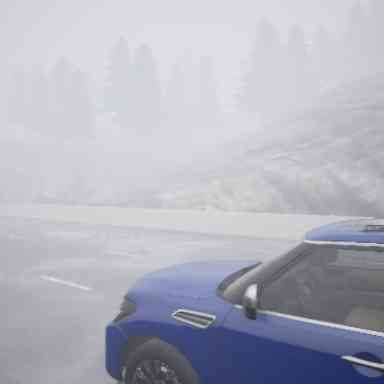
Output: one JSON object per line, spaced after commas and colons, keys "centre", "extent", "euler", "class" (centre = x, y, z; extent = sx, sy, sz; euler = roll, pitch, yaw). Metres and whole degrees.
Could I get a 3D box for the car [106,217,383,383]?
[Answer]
{"centre": [1.737, 1.222, 2.755], "extent": [5.566, 2.045, 2.150], "euler": [0, 0, 36], "class": "car"}
